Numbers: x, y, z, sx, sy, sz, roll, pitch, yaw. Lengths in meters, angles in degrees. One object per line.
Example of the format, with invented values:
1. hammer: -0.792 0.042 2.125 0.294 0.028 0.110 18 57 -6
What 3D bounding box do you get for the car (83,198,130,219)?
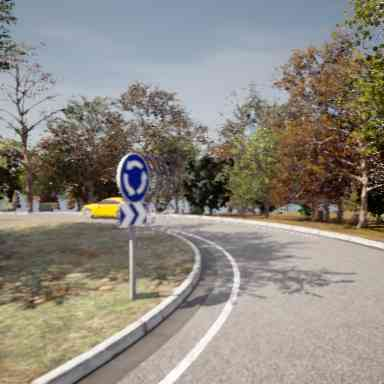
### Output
1. car: -5.881 1.204 24.855 5.008 1.535 1.882 0 0 26
